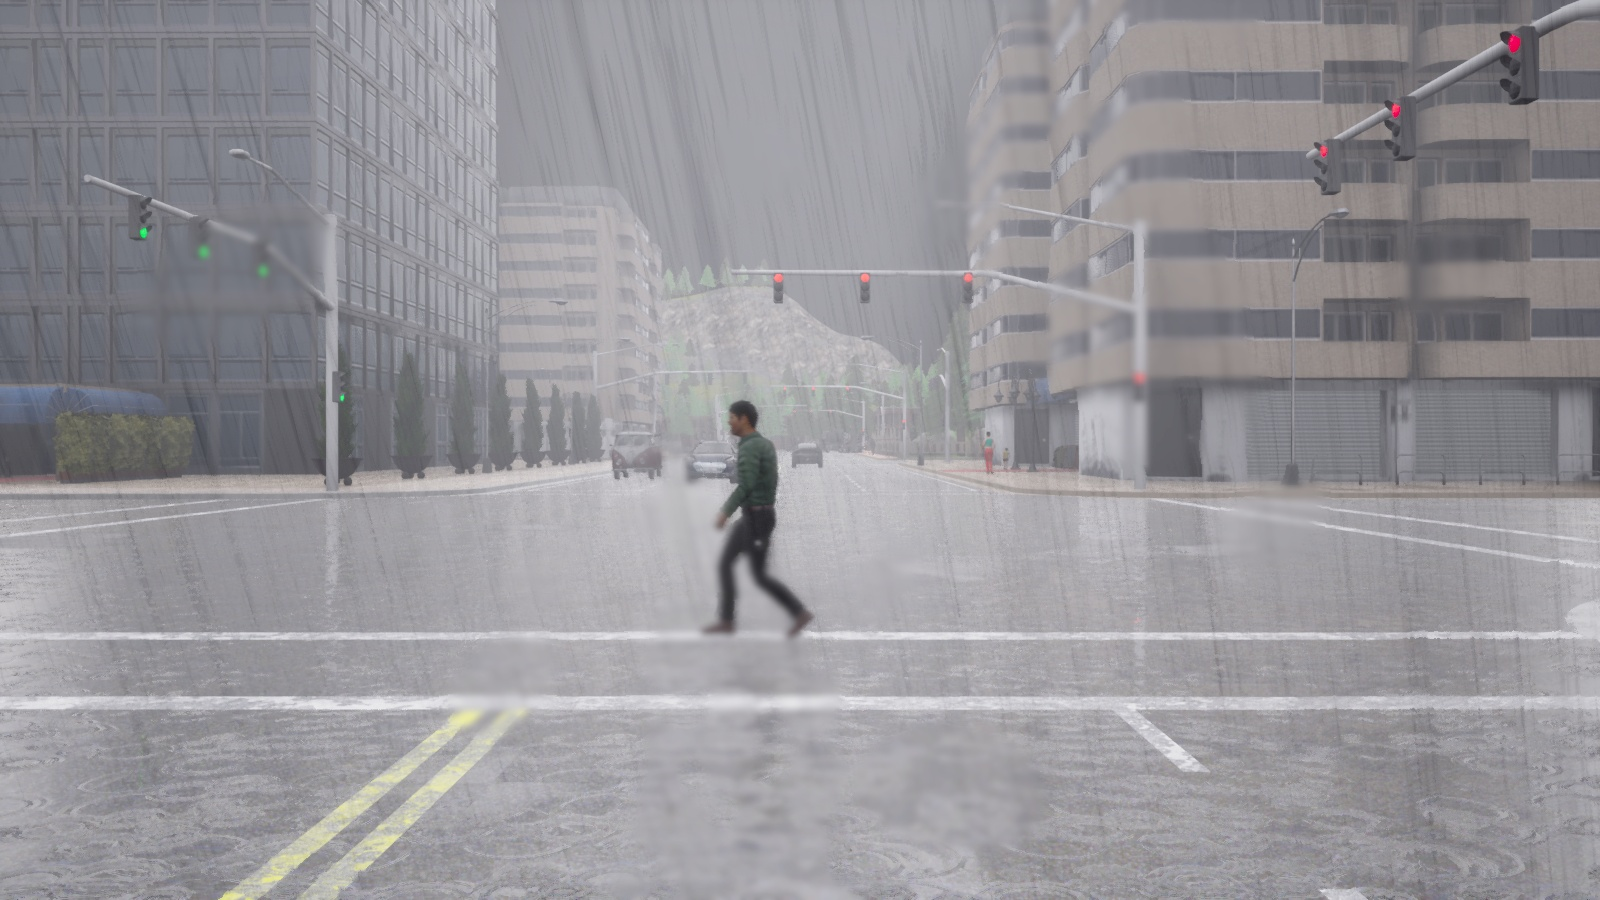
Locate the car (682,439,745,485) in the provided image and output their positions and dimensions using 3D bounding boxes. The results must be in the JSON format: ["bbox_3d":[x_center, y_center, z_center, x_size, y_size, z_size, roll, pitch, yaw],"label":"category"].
[{"bbox_3d":[-3.212,0.405,47.640,2.033,1.649,4.856,0,0,0],"label":"car"}]

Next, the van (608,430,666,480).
[{"bbox_3d":[-6.688,0.201,51.953,1.775,1.987,4.442,0,0,0],"label":"van"}]

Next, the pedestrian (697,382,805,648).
[{"bbox_3d":[-0.360,0.474,9.426,0.788,1.949,0.423,0,0,1],"label":"pedestrian"}]

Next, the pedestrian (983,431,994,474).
[{"bbox_3d":[8.110,0.107,53.953,0.345,1.836,0.594,0,0,-3],"label":"pedestrian"}]

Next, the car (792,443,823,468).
[{"bbox_3d":[0.453,0.318,76.547,1.837,1.490,4.892,0,0,0],"label":"car"}]
